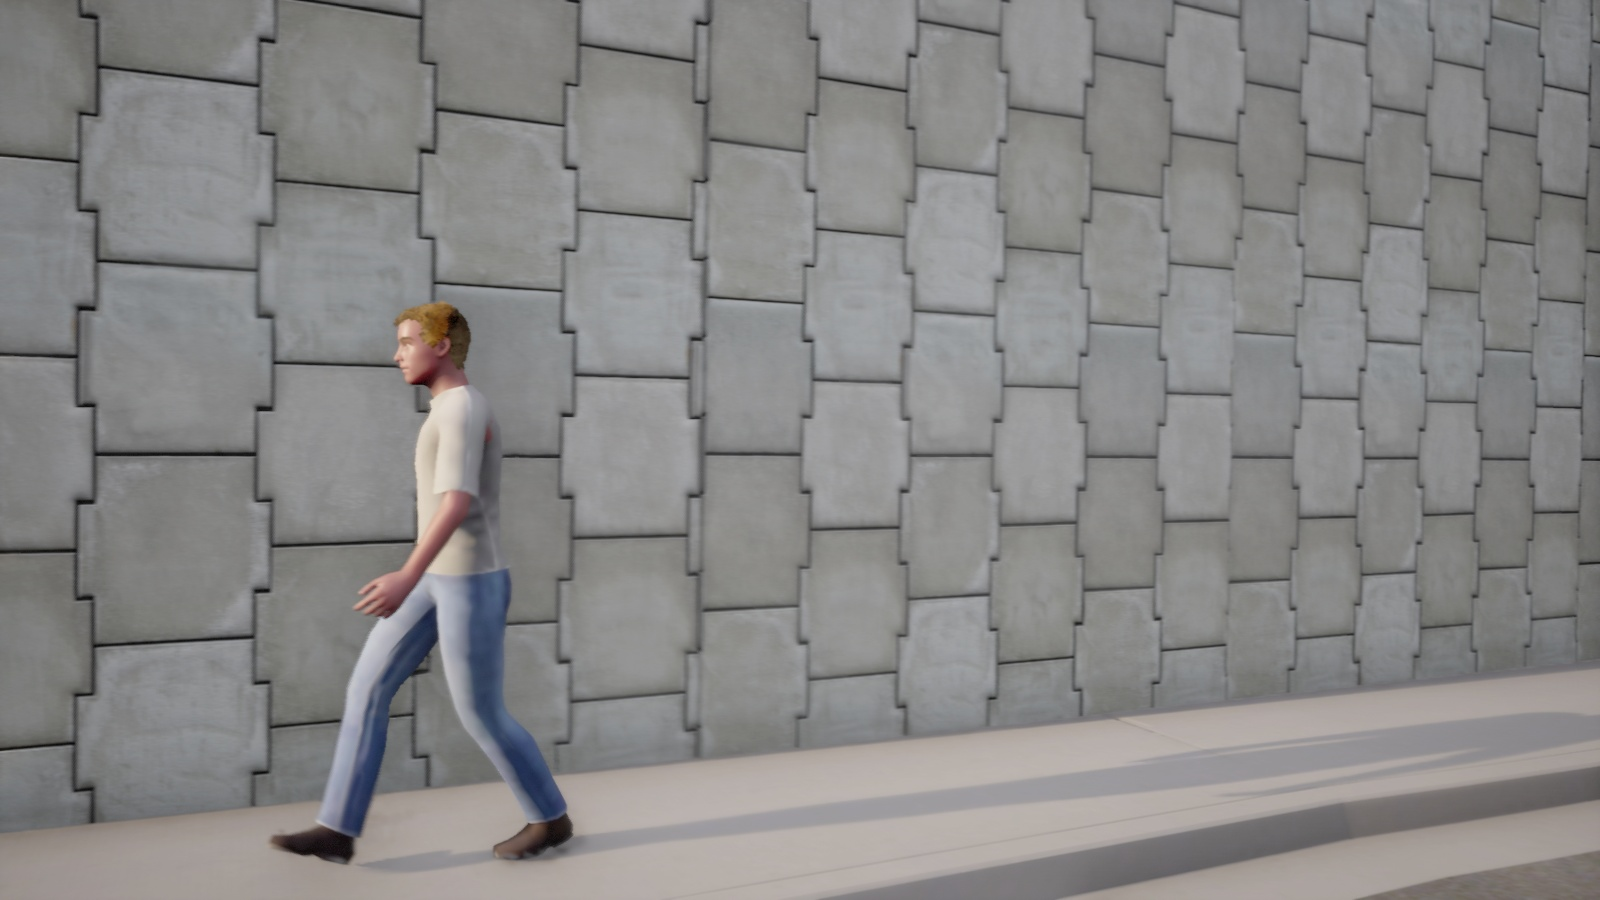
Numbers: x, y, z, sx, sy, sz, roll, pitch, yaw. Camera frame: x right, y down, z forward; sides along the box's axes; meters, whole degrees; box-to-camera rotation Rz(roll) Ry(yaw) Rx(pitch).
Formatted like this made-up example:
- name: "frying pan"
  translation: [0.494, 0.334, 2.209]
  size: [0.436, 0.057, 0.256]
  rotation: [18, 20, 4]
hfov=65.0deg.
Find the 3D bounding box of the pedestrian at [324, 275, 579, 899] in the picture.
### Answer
- name: "pedestrian"
  translation: [-1.099, 0.406, 3.962]
  size: [0.706, 1.836, 0.354]
  rotation: [-1, 1, -25]
